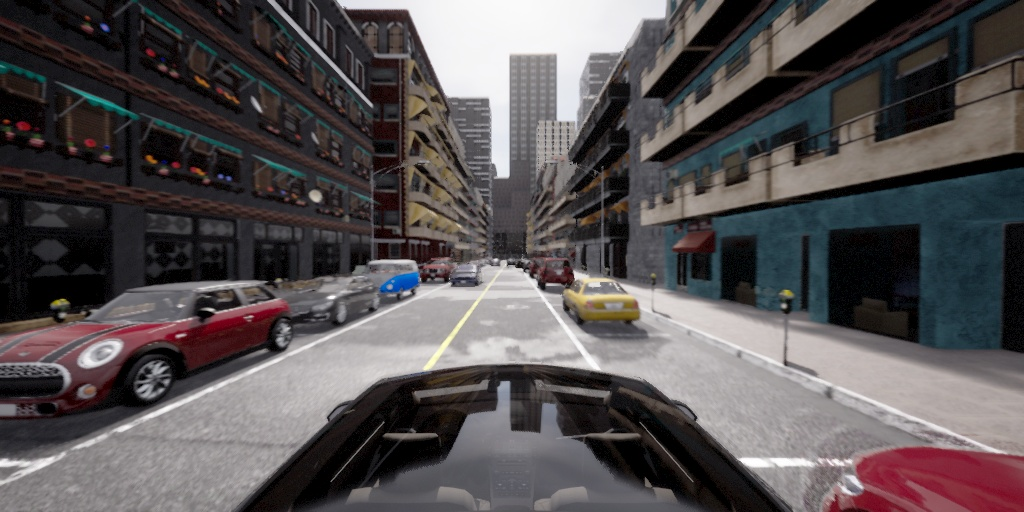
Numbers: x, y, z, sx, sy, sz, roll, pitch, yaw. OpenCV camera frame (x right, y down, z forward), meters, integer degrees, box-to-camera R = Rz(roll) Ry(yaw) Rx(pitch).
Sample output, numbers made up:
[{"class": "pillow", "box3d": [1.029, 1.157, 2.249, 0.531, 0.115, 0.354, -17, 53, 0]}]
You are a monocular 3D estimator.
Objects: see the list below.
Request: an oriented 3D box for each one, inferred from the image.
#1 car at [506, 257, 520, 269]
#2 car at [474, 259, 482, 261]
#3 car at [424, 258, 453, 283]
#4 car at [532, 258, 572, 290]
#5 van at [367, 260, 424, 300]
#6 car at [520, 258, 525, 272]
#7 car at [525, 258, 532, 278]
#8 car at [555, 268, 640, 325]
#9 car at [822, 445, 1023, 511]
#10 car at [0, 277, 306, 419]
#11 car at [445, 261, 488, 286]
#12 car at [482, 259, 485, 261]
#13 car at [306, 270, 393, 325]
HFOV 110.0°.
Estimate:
[{"class": "car", "box3d": [-0.031, 1.260, 63.158, 1.837, 1.490, 4.892, 0, 0, 0]}, {"class": "car", "box3d": [-5.717, 1.336, 50.806, 1.802, 1.307, 4.207, 0, 0, 0]}, {"class": "car", "box3d": [-5.696, 1.066, 28.398, 2.192, 1.841, 5.009, 0, 0, 0]}, {"class": "car", "box3d": [2.678, 1.066, 22.771, 2.192, 1.841, 5.009, 0, 0, 0]}, {"class": "van", "box3d": [-5.667, 1.091, 17.193, 1.690, 1.789, 3.998, 0, 0, 0]}, {"class": "car", "box3d": [2.333, 1.258, 44.811, 1.837, 1.490, 4.892, 0, 0, 0]}, {"class": "car", "box3d": [2.672, 1.067, 33.976, 2.192, 1.841, 5.009, 0, 0, 0]}, {"class": "car", "box3d": [2.684, 1.276, 11.737, 1.751, 1.417, 4.829, 0, 0, 0]}, {"class": "car", "box3d": [2.689, 1.332, 0.363, 1.802, 1.307, 4.207, 0, 0, 0]}, {"class": "car", "box3d": [-5.661, 1.190, 5.989, 1.967, 1.591, 4.097, 0, 0, 0]}, {"class": "car", "box3d": [-3.106, 1.299, 25.603, 2.033, 1.411, 5.357, 0, 0, 0]}, {"class": "car", "box3d": [-5.720, 1.336, 56.408, 1.802, 1.307, 4.207, 0, 0, 0]}, {"class": "car", "box3d": [-5.664, 1.301, 11.591, 2.007, 1.370, 4.403, 0, 0, 0]}]
